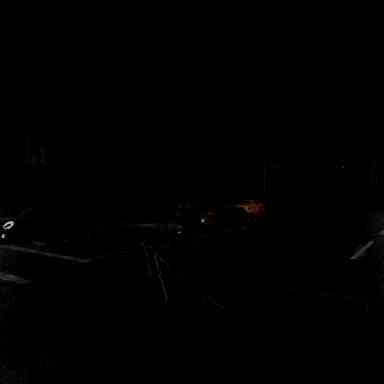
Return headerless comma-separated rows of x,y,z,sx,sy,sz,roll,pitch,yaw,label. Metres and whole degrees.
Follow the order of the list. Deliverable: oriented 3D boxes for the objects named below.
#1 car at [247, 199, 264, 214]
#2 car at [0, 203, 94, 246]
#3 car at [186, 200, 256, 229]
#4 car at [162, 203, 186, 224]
5.646,1.498,33.608,1.882,1.535,5.008,0,0,35,car
-7.033,1.371,15.696,2.097,1.767,4.553,0,0,38,car
2.045,1.510,21.994,2.128,1.511,4.902,0,0,35,car
-0.282,1.546,25.137,1.812,1.442,4.674,0,0,35,car
